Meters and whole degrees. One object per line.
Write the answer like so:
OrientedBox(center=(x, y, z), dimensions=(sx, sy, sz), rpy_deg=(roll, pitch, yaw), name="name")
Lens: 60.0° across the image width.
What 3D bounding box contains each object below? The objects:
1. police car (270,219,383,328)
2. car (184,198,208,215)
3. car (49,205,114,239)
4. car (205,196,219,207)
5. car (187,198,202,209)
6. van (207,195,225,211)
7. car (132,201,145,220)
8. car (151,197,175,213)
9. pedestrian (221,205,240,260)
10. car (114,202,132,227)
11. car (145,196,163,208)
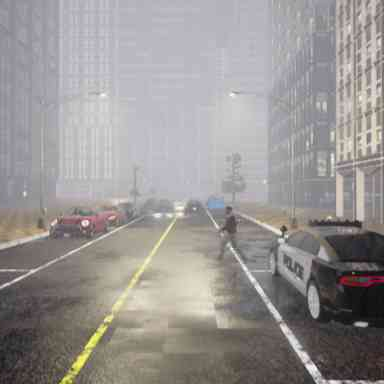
OrientedBox(center=(3.039, 1.416, 7.282), dimensions=(1.930, 1.638, 5.238), rpy_deg=(0, 0, 0), name="police car")
OrientedBox(center=(0.264, 1.519, 32.767), dimensions=(1.994, 1.385, 4.181), rpy_deg=(0, 0, 1), name="car")
OrientedBox(center=(-5.588, 1.417, 16.889), dimensions=(1.967, 1.590, 4.097), rpy_deg=(1, 0, 0), name="car")
OrientedBox(center=(2.983, 1.369, 50.688), dimensions=(1.967, 1.590, 4.097), rpy_deg=(1, 0, 0), name="car")
OrientedBox(center=(0.325, 1.501, 45.459), dimensions=(1.994, 1.385, 4.181), rpy_deg=(0, 0, 1), name="car")
OrientedBox(center=(2.921, 1.287, 39.405), dimensions=(1.690, 1.788, 3.998), rpy_deg=(1, 0, 0), name="van")
OrientedBox(center=(-5.526, 1.528, 28.174), dimensions=(1.947, 1.339, 4.313), rpy_deg=(1, 0, 0), name="car")
OrientedBox(center=(-2.900, 1.515, 35.464), dimensions=(1.994, 1.385, 4.181), rpy_deg=(0, 0, 0), name="car")
OrientedBox(center=(1.184, 1.280, 10.310), dimensions=(0.375, 1.860, 0.375), rpy_deg=(1, 0, 0), name="pedestrian")
OrientedBox(center=(-5.557, 1.552, 22.531), dimensions=(1.802, 1.307, 4.206), rpy_deg=(1, 0, 0), name="car")
OrientedBox(center=(-5.430, 1.503, 45.102), dimensions=(1.947, 1.339, 4.313), rpy_deg=(1, 0, 0), name="car")
